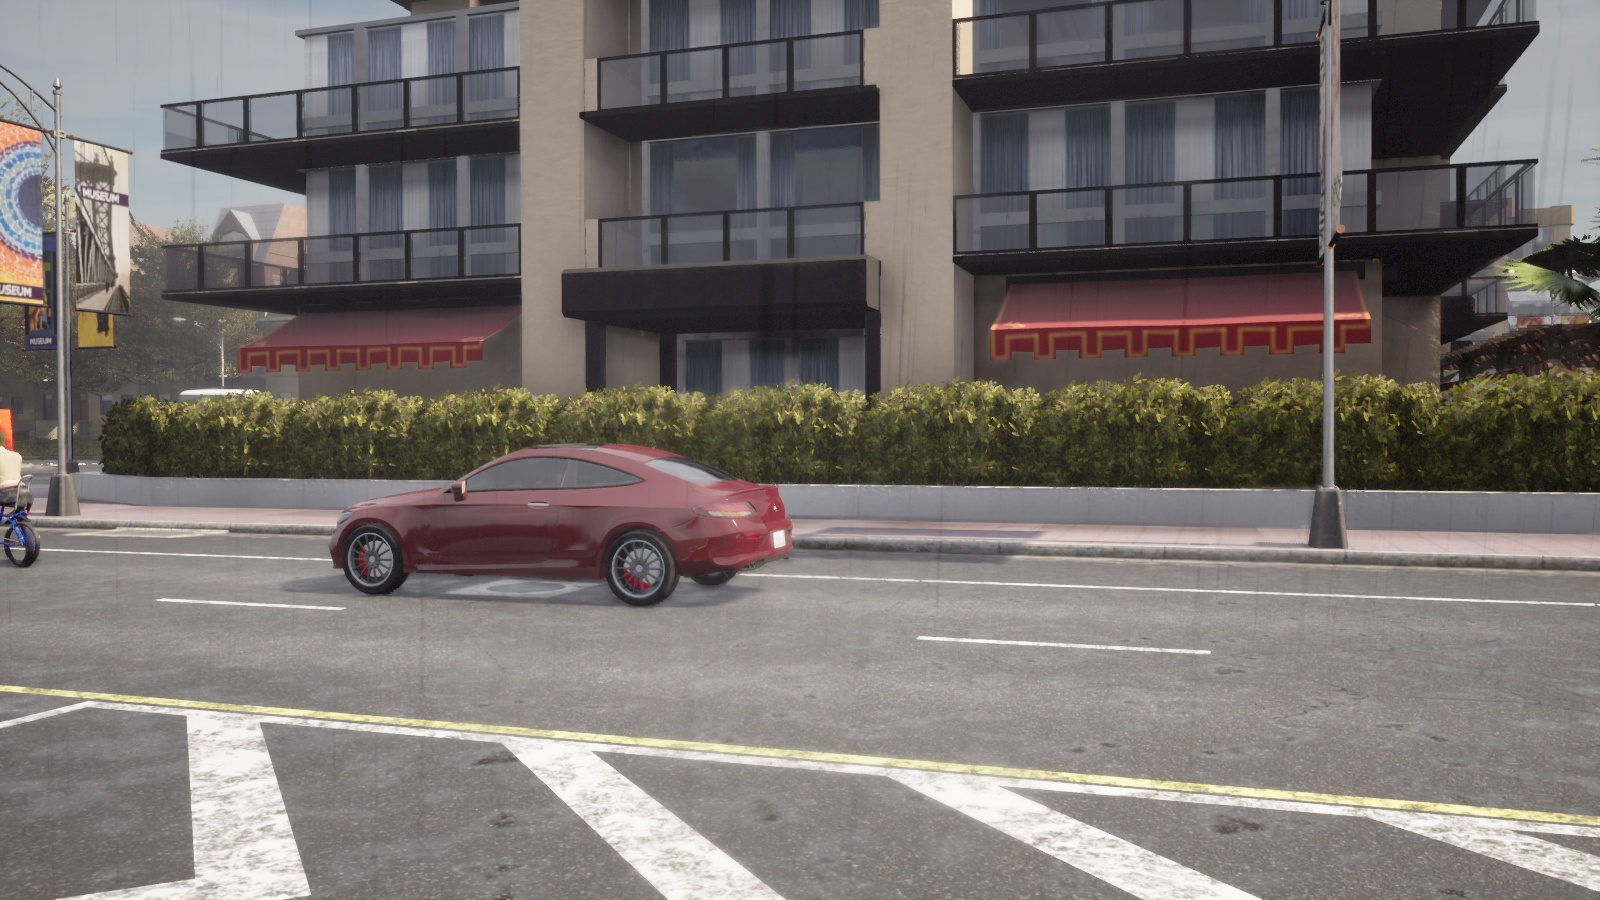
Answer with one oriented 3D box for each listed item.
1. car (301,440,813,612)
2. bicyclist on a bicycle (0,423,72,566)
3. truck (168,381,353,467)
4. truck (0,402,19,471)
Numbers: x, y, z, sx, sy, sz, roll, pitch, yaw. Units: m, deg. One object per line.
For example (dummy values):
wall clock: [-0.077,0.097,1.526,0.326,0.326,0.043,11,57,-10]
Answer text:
car: [-2.382,0.645,12.406,4.674,1.442,1.812,1,1,19]
bicyclist on a bicycle: [-9.546,0.490,14.820,1.509,1.612,0.866,1,1,19]
truck: [-23.351,-1.122,54.889,2.891,3.462,7.936,1,1,18]
truck: [-30.672,-0.478,43.900,2.627,2.467,5.204,1,1,18]
